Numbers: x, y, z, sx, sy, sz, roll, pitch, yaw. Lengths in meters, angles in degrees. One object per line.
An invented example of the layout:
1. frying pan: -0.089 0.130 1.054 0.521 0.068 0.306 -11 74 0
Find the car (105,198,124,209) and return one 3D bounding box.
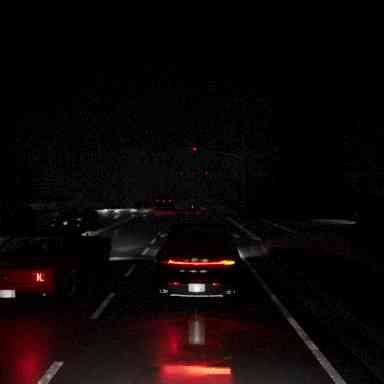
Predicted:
1. car: -10.590 1.525 45.125 1.812 1.442 4.674 0 0 0

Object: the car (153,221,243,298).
1. car: 0.188 1.505 8.508 1.837 1.490 4.892 0 0 2

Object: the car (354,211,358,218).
1. car: 14.839 1.466 25.101 4.892 1.490 1.837 0 0 -1

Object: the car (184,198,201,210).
1. car: 0.047 1.525 42.295 1.812 1.442 4.674 0 0 0

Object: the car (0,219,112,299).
1. car: -3.420 1.601 8.394 1.895 1.301 4.718 0 0 0

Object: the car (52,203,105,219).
1. car: -7.118 1.564 20.700 1.994 1.385 4.181 0 0 0

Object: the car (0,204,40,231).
1. car: -10.616 1.491 19.184 2.128 1.511 4.902 0 0 0

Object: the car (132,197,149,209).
1. car: -7.082 1.477 46.086 1.882 1.535 5.008 0 0 1

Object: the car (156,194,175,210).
1. car: -3.435 1.222 43.210 2.150 2.045 5.566 0 0 0
